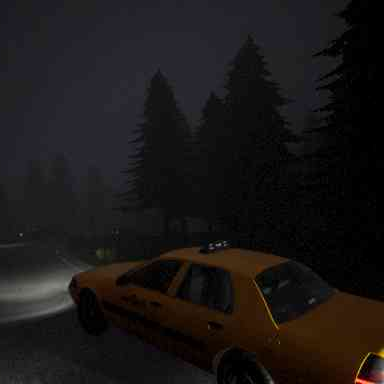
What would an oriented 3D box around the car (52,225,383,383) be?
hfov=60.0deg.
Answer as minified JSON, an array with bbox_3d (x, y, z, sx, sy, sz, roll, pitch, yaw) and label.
[{"bbox_3d":[0.121,1.441,4.753,5.366,1.575,1.801,0,1,43],"label":"car"}]

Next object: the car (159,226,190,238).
[{"bbox_3d":[-2.316,5.544,46.281,1.882,1.535,5.008,-5,-8,30],"label":"car"}]

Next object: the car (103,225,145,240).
[{"bbox_3d":[-7.439,4.510,36.976,2.033,1.411,5.357,-4,-8,20],"label":"car"}]

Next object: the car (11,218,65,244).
[{"bbox_3d":[-12.735,3.229,28.187,2.150,2.045,5.566,-4,-7,7],"label":"car"}]
